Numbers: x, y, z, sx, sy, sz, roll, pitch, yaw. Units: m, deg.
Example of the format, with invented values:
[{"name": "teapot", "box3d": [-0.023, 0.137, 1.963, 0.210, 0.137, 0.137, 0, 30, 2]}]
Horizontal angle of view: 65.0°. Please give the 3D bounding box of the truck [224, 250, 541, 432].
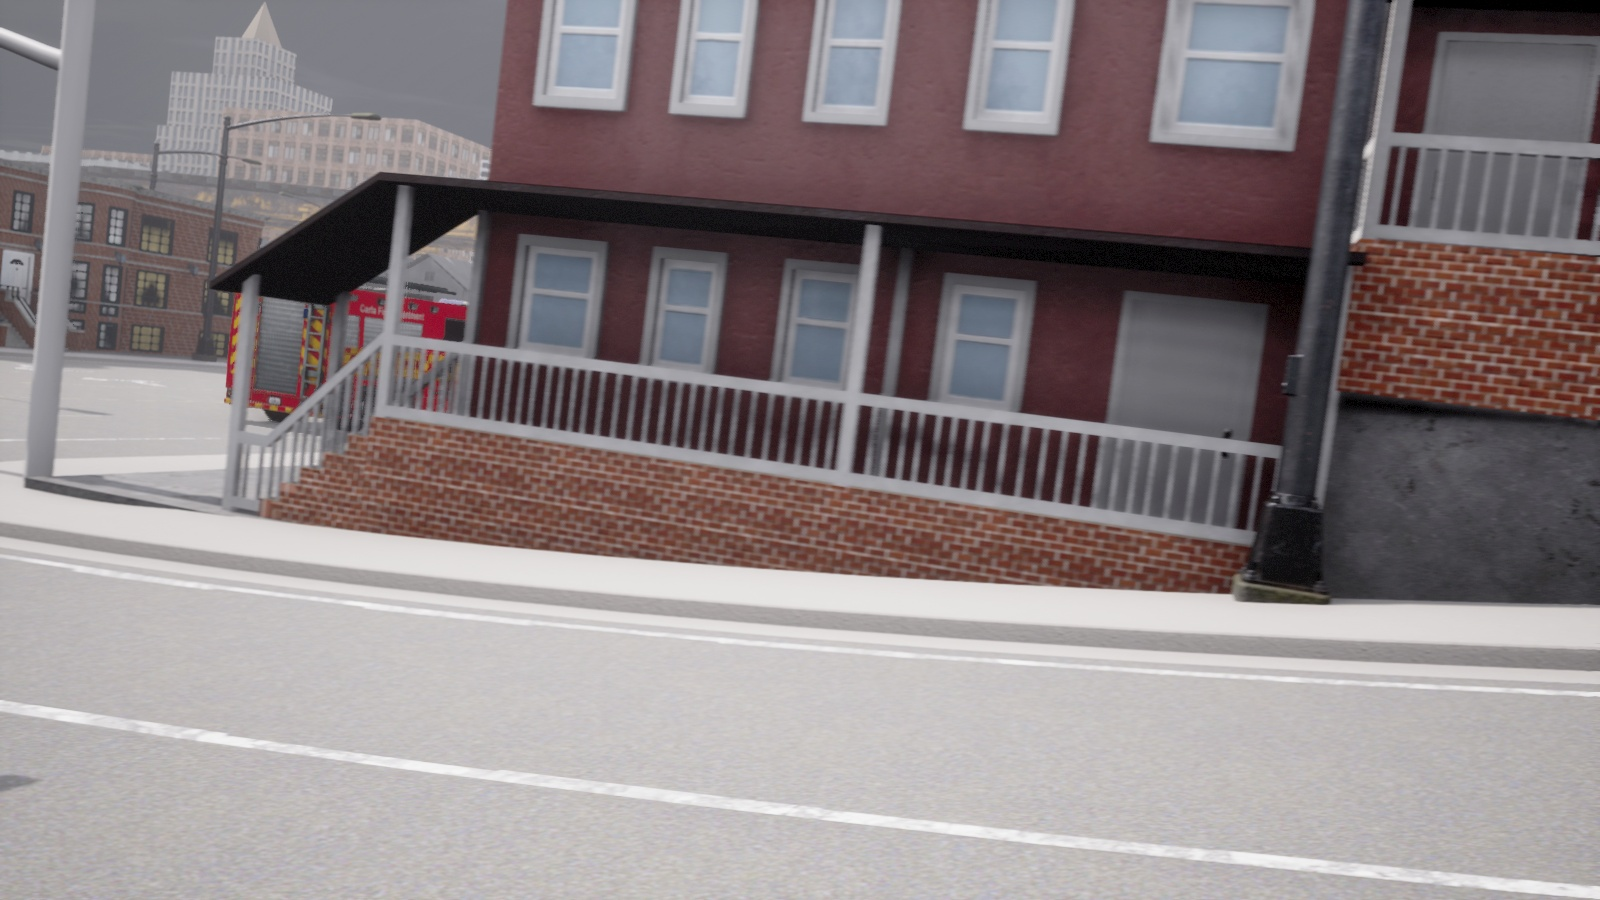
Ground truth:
[{"name": "truck", "box3d": [-10.380, -2.561, 32.538, 2.891, 3.827, 8.468, 9, 4, 18]}]
